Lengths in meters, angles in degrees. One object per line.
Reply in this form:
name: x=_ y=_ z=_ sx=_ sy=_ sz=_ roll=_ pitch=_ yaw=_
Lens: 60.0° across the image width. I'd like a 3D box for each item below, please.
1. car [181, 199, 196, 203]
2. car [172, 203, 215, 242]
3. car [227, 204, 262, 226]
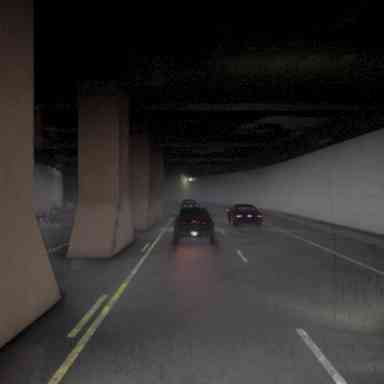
car: x=-0.400 y=1.553 z=38.332 sx=2.033 sy=1.411 sz=5.357 roll=0 pitch=0 yaw=-6
car: x=0.098 y=1.507 z=16.511 sx=1.837 sy=1.490 sz=4.892 roll=0 pitch=0 yaw=0
car: x=3.596 y=1.551 z=23.344 sx=2.033 sy=1.411 sz=5.357 roll=0 pitch=0 yaw=0
